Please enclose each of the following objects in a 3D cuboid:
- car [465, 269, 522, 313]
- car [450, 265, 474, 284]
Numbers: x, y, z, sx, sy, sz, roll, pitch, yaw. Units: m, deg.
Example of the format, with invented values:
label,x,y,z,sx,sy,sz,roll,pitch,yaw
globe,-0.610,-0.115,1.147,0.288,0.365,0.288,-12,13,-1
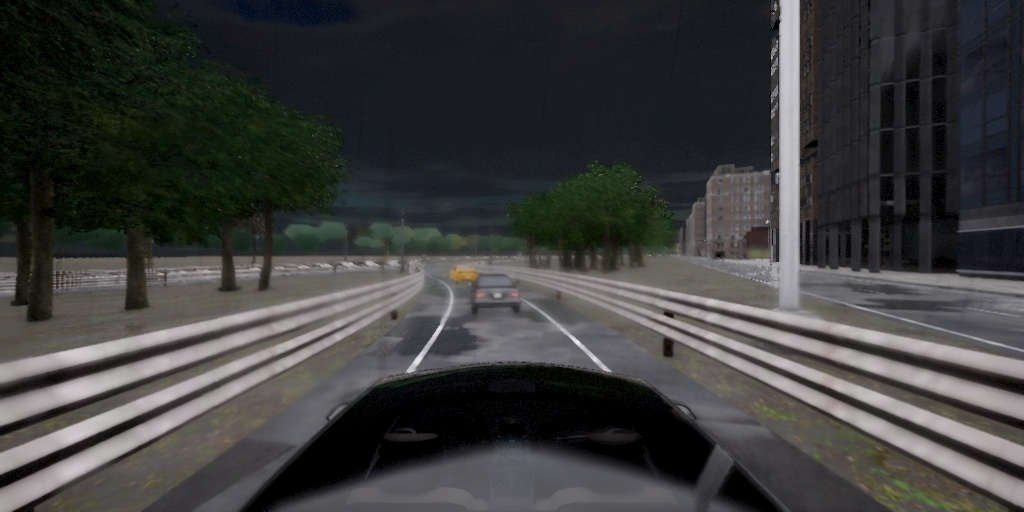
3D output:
label,x,y,z,sx,sy,sz,roll,pitch,yaw
car,-0.798,1.442,14.841,2.033,1.411,5.357,0,-1,-7
car,-4.288,1.567,31.671,1.882,1.535,5.008,0,0,-16
